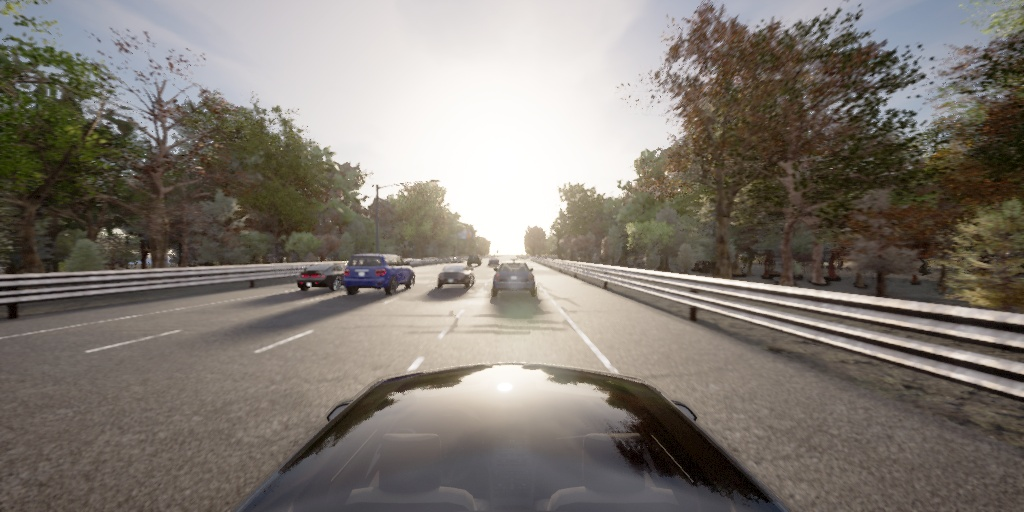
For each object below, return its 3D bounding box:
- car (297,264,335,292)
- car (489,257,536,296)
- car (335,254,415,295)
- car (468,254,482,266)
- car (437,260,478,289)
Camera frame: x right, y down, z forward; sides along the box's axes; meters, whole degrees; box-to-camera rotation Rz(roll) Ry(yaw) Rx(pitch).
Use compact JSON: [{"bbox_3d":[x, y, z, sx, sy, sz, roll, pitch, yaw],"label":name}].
[{"bbox_3d":[-10.401,1.177,20.800,1.837,1.490,4.892,0,1,0],"label":"car"},{"bbox_3d":[0.096,1.030,18.880,2.097,1.767,4.553,0,0,0],"label":"car"},{"bbox_3d":[-6.902,0.900,19.154,2.150,2.045,5.566,0,0,0],"label":"car"},{"bbox_3d":[-6.682,0.722,64.799,2.150,2.045,5.566,0,0,0],"label":"car"},{"bbox_3d":[-3.397,1.191,22.224,1.812,1.442,4.674,0,0,0],"label":"car"}]
